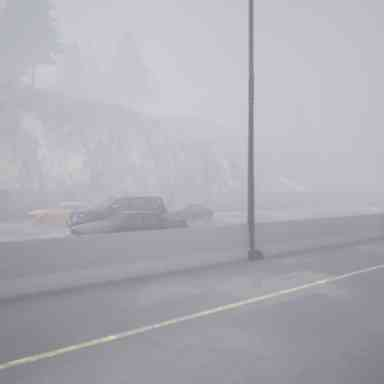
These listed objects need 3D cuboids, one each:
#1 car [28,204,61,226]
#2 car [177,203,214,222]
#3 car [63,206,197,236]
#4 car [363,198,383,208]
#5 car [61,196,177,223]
[{"bbox_3d":[-8.809,1.485,23.506,5.008,1.535,1.882,0,0,-35],"label":"car"},{"bbox_3d":[-0.423,1.543,25.189,4.674,1.442,1.812,0,0,-35],"label":"car"},{"bbox_3d":[-2.647,1.555,15.004,5.357,1.411,2.033,0,0,-36],"label":"car"},{"bbox_3d":[27.680,1.608,49.495,5.357,1.411,2.033,0,0,-35],"label":"car"},{"bbox_3d":[-3.916,1.232,18.399,5.566,2.045,2.150,0,0,-35],"label":"car"}]
